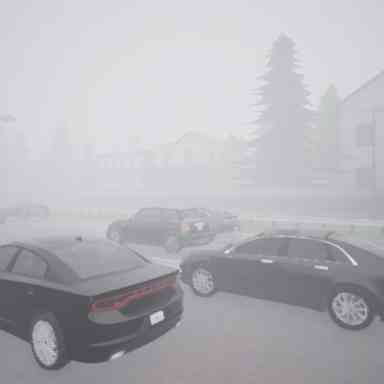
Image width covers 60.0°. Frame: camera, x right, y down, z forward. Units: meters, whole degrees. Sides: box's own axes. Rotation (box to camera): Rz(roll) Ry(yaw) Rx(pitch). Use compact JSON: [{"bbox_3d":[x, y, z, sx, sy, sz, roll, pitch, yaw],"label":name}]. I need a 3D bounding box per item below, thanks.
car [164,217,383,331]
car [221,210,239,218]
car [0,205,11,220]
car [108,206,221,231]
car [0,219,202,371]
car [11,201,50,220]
[{"bbox_3d":[1.942,1.503,6.906,4.892,1.490,1.837,1,0,36],"label":"car"},{"bbox_3d":[0.089,1.479,16.832,4.902,1.511,2.128,0,0,36],"label":"car"},{"bbox_3d":[-15.064,1.319,23.350,4.553,1.767,2.097,0,0,36],"label":"car"},{"bbox_3d":[-1.430,1.341,13.616,4.553,1.767,2.097,0,0,36],"label":"car"},{"bbox_3d":[-2.466,1.471,5.754,5.008,1.535,1.882,0,0,36],"label":"car"},{"bbox_3d":[-13.258,1.458,26.361,4.902,1.511,2.128,0,0,36],"label":"car"}]
